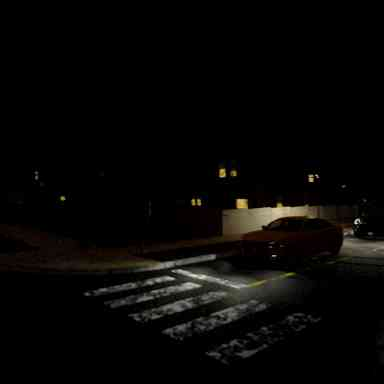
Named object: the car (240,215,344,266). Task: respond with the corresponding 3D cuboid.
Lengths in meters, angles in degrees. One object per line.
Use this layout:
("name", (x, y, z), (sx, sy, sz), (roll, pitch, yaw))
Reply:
("car", (3.888, 1.663, 12.590), (5.008, 1.535, 1.882), (1, -2, -41))

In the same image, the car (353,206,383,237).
("car", (11.002, 1.612, 18.943), (4.553, 1.767, 2.097), (1, -2, -42))
